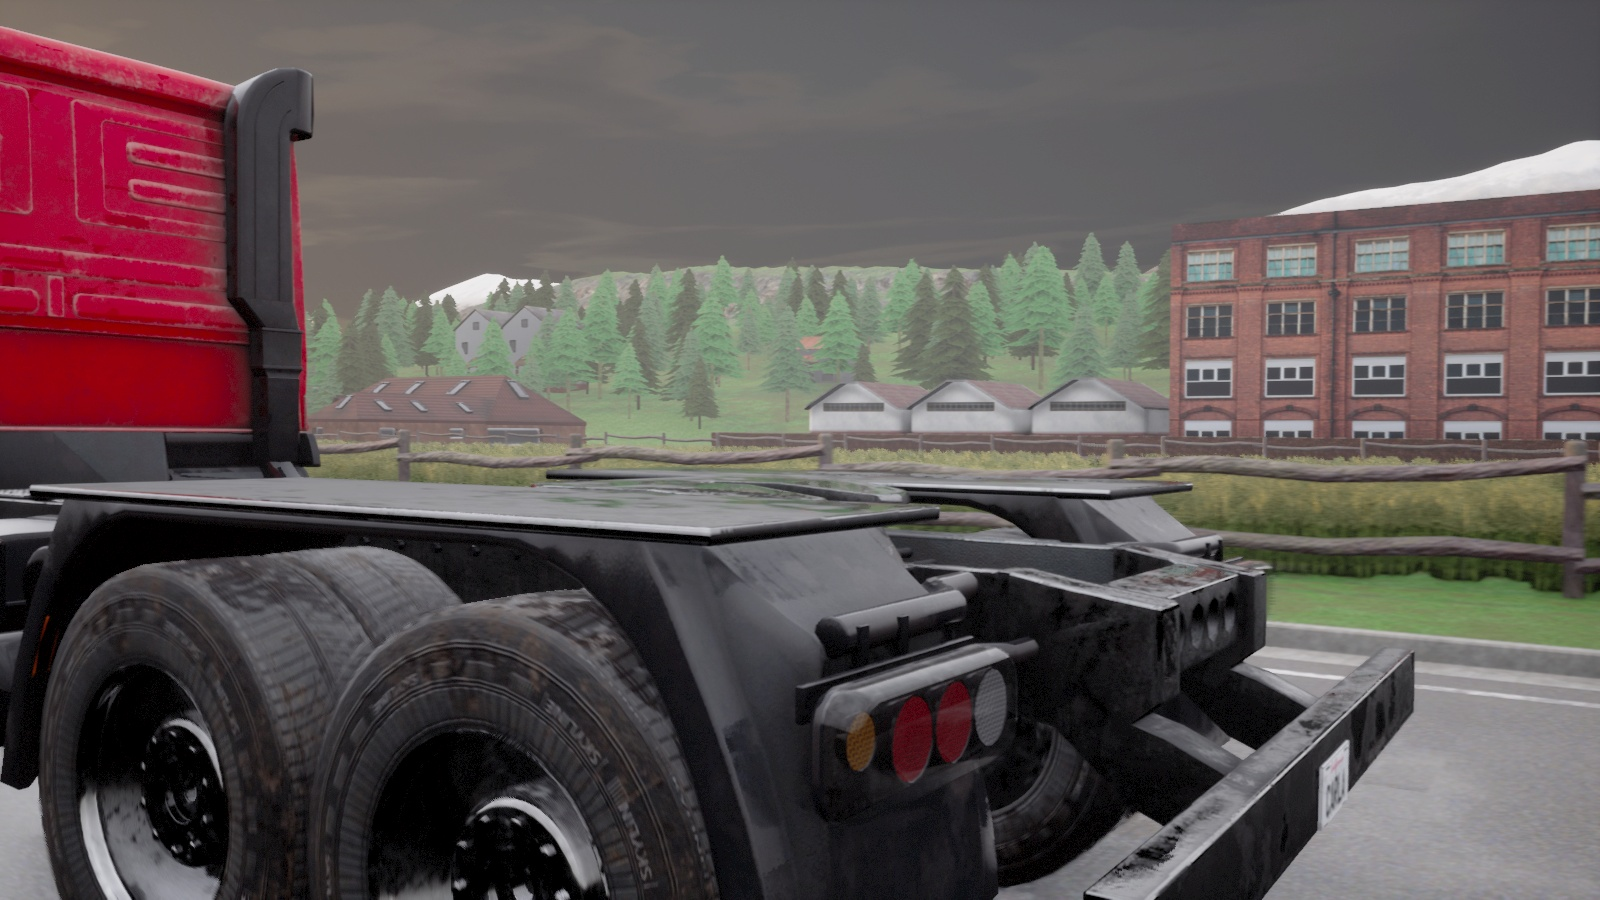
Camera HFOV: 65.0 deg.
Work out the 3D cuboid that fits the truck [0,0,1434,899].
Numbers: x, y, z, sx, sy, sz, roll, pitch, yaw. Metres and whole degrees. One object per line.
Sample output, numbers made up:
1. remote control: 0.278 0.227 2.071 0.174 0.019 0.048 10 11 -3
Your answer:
1. truck: -2.090 -0.300 4.993 7.936 3.462 2.891 0 1 34
